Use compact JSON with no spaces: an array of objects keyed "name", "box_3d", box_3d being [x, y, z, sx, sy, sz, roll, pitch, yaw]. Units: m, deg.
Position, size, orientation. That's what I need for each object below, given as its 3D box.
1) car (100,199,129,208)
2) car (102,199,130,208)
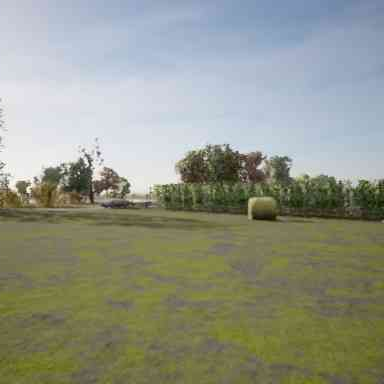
[{"name":"car","box_3d":[-13.298,2.055,57.255,2.033,1.411,5.357,-1,-1,35]},{"name":"car","box_3d":[-13.961,2.083,61.174,2.128,1.511,4.902,-1,-1,36]}]
